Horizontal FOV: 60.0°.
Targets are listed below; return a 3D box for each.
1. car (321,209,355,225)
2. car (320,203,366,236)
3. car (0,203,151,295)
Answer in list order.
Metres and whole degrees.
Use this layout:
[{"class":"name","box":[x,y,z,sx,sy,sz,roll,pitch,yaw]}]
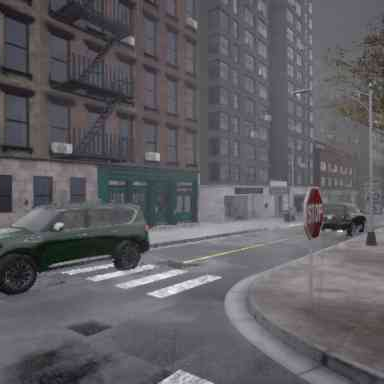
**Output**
[{"class":"car","box":[14.326,2.391,32.543,1.895,1.301,4.718,0,-2,38]},{"class":"car","box":[9.986,1.736,22.222,2.150,2.045,5.566,0,-2,38]},{"class":"car","box":[-3.661,1.346,9.572,2.150,2.045,5.566,0,-1,38]}]
